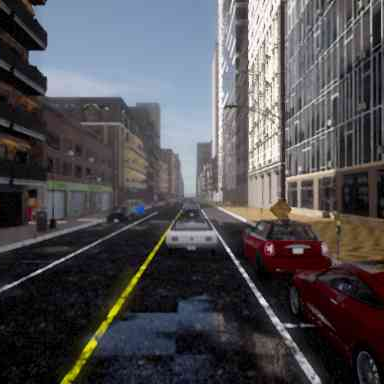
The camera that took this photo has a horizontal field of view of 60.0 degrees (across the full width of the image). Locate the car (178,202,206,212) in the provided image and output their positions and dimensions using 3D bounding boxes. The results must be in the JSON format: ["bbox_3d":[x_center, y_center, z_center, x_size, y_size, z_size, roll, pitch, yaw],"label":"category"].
[{"bbox_3d":[-0.012,1.837,29.255,1.994,1.385,4.181,0,0,0],"label":"car"}]

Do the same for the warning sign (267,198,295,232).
[{"bbox_3d":[5.056,1.292,18.963,1.300,1.860,1.060,0,-1,0],"label":"warning sign"}]

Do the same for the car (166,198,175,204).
[{"bbox_3d":[-5.743,2.408,89.440,2.008,1.369,4.403,0,-1,0],"label":"car"}]

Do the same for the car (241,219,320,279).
[{"bbox_3d":[2.684,1.537,10.369,1.967,1.590,4.097,0,-1,0],"label":"car"}]

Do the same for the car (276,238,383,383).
[{"bbox_3d":[2.687,1.627,4.720,1.802,1.307,4.206,0,-1,0],"label":"car"}]

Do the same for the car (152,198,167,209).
[{"bbox_3d":[-5.723,2.102,55.550,1.802,1.307,4.206,0,-1,0],"label":"car"}]

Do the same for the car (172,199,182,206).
[{"bbox_3d":[-3.042,2.216,71.758,2.033,1.411,5.357,0,-1,0],"label":"car"}]

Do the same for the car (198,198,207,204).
[{"bbox_3d":[2.641,2.241,83.797,1.967,1.590,4.097,0,-1,0],"label":"car"}]

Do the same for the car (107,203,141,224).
[{"bbox_3d":[-5.707,1.820,27.308,1.947,1.339,4.313,0,-1,0],"label":"car"}]

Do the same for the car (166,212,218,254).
[{"bbox_3d":[-0.006,1.732,14.104,1.895,1.301,4.718,0,0,0],"label":"car"}]

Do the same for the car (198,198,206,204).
[{"bbox_3d":[2.638,2.408,89.445,2.008,1.369,4.403,0,-1,0],"label":"car"}]

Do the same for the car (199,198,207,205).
[{"bbox_3d":[2.644,2.271,78.319,1.752,1.417,4.829,0,-1,0],"label":"car"}]

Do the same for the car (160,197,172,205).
[{"bbox_3d":[-5.730,1.947,66.849,2.192,1.841,5.009,0,-1,0],"label":"car"}]

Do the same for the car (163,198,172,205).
[{"bbox_3d":[-5.736,2.184,78.145,1.967,1.590,4.097,0,-1,0],"label":"car"}]

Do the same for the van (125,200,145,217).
[{"bbox_3d":[-5.709,1.648,32.959,1.690,1.788,3.998,0,-1,0],"label":"van"}]

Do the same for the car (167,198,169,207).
[{"bbox_3d":[-5.726,2.158,61.198,1.802,1.307,4.206,0,-1,0],"label":"car"}]
